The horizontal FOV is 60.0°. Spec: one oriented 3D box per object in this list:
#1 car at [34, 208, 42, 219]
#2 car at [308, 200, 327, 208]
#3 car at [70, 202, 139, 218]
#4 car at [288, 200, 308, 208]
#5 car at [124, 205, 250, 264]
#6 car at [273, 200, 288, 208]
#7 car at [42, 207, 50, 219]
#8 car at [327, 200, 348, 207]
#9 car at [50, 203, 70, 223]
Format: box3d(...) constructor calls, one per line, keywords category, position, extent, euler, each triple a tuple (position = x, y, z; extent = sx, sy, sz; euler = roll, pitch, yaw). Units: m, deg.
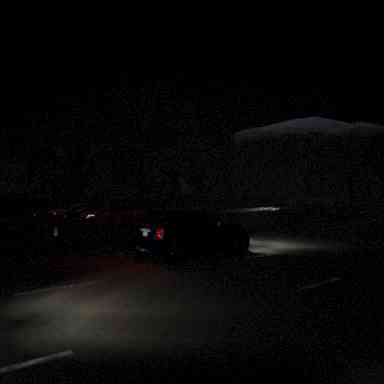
box3d(category="car", position=(-11.717, 1.716, 30.335), extent=(4.902, 1.511, 2.128), euler=(1, -1, -39))
box3d(category="car", position=(21.530, 2.110, 56.113), extent=(1.812, 1.442, 4.674), euler=(0, -1, 35))
box3d(category="car", position=(-5.287, 1.528, 22.064), extent=(4.553, 1.767, 2.097), euler=(1, -1, -39))
box3d(category="car", position=(19.333, 2.102, 59.109), extent=(2.128, 1.511, 4.902), euler=(0, -1, 34))
box3d(category="car", position=(0.094, 1.464, 12.597), extent=(4.553, 1.767, 2.097), euler=(1, -1, -38))
box3d(category="car", position=(16.495, 2.216, 61.101), extent=(1.895, 1.301, 4.718), euler=(0, -1, 33))
box3d(category="car", position=(-9.403, 1.688, 27.707), extent=(5.008, 1.535, 1.882), euler=(1, -1, -39))
box3d(category="car", position=(23.314, 2.036, 52.573), extent=(1.882, 1.535, 5.008), euler=(0, -1, 35))
box3d(category="car", position=(-7.619, 1.716, 24.654), extent=(4.674, 1.442, 1.812), euler=(1, -1, -39))
